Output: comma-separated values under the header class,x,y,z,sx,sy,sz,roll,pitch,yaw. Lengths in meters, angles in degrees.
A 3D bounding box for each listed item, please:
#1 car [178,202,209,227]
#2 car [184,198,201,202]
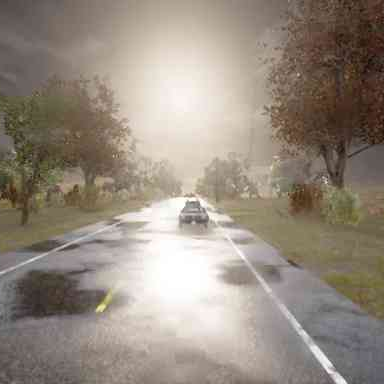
class,x,y,z,sx,sy,sz,roll,pitch,yaw
car,0.099,1.572,22.392,1.895,1.301,4.718,0,0,0
car,0.100,1.470,40.624,2.128,1.511,4.902,0,0,0
